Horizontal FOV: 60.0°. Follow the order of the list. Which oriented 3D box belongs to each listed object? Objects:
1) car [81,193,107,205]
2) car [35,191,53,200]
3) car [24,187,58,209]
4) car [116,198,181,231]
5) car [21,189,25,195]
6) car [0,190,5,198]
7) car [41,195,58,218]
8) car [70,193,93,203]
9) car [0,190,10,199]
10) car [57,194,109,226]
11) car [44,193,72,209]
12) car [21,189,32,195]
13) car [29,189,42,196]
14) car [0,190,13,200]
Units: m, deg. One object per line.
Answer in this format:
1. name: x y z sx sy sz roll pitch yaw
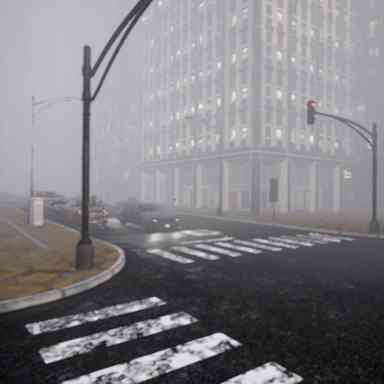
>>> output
1. car: -13.020 0.897 43.947 1.752 1.417 4.829 2 0 -36
2. car: -25.231 0.536 56.512 1.812 1.442 4.674 1 1 -36
3. car: -13.190 0.813 29.811 2.192 1.841 5.009 2 0 -36
4. car: -2.779 1.348 19.711 2.033 1.411 5.357 1 1 -35
5. car: -38.902 -0.164 80.068 2.192 1.841 5.009 2 0 -36
6. car: -35.929 0.293 61.524 1.887 1.381 4.507 2 0 -36
7. car: -9.953 1.186 25.279 1.802 1.307 4.206 2 0 -36
8. car: -16.171 0.834 48.341 1.947 1.339 4.313 2 0 -36
9. car: -32.682 0.406 56.993 2.008 1.369 4.403 2 0 -36
10. car: -6.700 1.152 20.749 1.967 1.590 4.097 2 0 -36
11. car: -14.636 0.935 36.259 1.812 1.442 4.674 1 1 -35
12. car: -42.159 -0.020 84.599 1.947 1.339 4.313 2 0 -36
13. car: -35.661 0.172 75.534 1.887 1.381 4.507 2 0 -36
14. car: -29.435 0.507 52.463 1.887 1.381 4.507 2 0 -36
